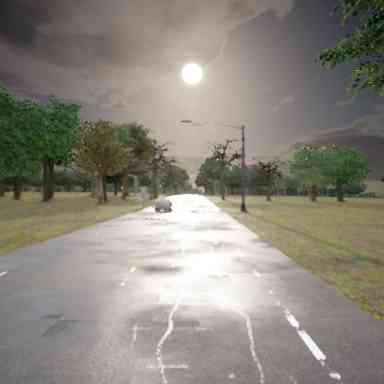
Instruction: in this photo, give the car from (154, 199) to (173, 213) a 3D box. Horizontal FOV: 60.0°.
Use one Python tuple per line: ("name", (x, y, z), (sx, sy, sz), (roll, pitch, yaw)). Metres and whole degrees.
("car", (-3.191, 1.571, 38.521), (1.812, 1.442, 4.674), (0, 0, 1))
